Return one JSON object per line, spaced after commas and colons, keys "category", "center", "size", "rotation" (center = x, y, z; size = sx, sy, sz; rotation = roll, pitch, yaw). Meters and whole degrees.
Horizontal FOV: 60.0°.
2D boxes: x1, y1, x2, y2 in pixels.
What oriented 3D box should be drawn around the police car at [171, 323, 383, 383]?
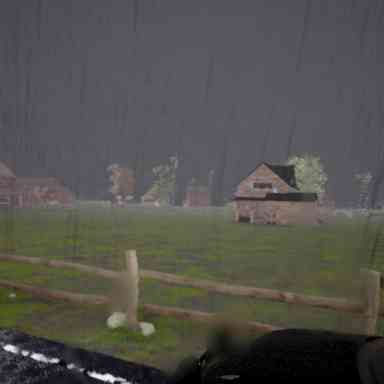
{"category": "police car", "center": [2.338, 1.584, 2.130], "size": [5.238, 1.638, 1.930], "rotation": [1, -2, 24]}
